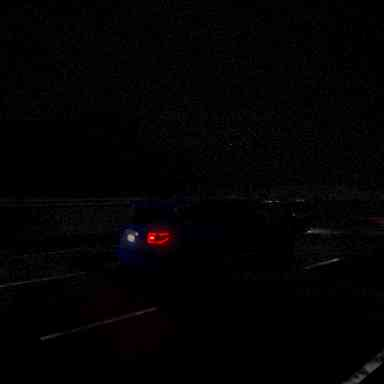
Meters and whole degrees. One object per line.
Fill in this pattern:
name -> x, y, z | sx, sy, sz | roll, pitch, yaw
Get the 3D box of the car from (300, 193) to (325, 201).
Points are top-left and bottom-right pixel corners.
car -> 19.505, 1.524, 53.176 | 4.553, 1.767, 2.097 | 1, 0, -40

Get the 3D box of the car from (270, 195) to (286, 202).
car -> 19.005, 1.343, 73.033 | 1.895, 1.301, 4.718 | 1, 1, 34

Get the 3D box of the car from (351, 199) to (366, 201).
car -> 31.498, 1.988, 63.213 | 4.902, 1.511, 2.128 | 1, -1, -40

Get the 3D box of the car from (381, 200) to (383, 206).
car -> 43.582, 2.400, 73.400 | 4.181, 1.385, 1.994 | 2, -1, -40

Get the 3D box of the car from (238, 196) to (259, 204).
car -> 10.279, 1.476, 60.119 | 1.895, 1.301, 4.718 | 1, 1, 34

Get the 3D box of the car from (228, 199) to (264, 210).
car -> 6.956, 1.555, 42.645 | 4.718, 1.301, 1.895 | 1, 0, -40

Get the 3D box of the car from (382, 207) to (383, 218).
car -> 18.383, 1.580, 29.138 | 4.892, 1.490, 1.837 | 1, 0, -40

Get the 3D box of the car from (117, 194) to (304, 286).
car -> 0.625, 1.184, 9.574 | 5.566, 2.045, 2.150 | 0, 0, -40

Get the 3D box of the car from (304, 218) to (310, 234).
car -> 4.292, 1.517, 17.260 | 4.181, 1.385, 1.994 | 0, 0, -40

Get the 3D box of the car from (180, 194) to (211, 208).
car -> 0.538, 1.234, 46.421 | 2.097, 1.767, 4.553 | 1, 0, 38
